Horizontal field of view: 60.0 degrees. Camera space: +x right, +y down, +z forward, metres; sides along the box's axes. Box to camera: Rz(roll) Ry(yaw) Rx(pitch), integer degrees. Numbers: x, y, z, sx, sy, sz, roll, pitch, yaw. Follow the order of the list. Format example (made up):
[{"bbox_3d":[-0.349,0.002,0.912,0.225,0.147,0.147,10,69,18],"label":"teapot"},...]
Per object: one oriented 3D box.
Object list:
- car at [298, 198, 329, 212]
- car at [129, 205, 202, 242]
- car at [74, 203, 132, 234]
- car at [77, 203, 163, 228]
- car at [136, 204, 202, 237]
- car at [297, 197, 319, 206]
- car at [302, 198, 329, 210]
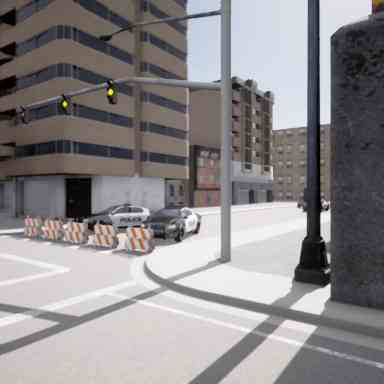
[{"bbox_3d":[14.294,1.450,38.347,2.038,1.542,4.974,0,0,36],"label":"car"},{"bbox_3d":[-0.974,1.450,16.566,2.038,1.542,4.974,0,0,16],"label":"car"},{"bbox_3d":[-4.167,1.449,19.250,4.974,1.542,2.038,0,0,-29],"label":"car"},{"bbox_3d":[-4.122,1.292,19.276,4.536,1.218,1.853,0,0,-29],"label":"car"},{"bbox_3d":[-0.960,1.293,16.616,1.853,1.218,4.536,0,0,16],"label":"car"},{"bbox_3d":[16.529,1.292,47.308,1.853,1.218,4.536,0,0,36],"label":"car"},{"bbox_3d":[14.324,1.293,38.389,1.853,1.218,4.536,0,0,36],"label":"car"}]
